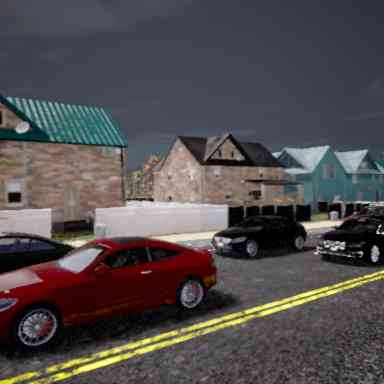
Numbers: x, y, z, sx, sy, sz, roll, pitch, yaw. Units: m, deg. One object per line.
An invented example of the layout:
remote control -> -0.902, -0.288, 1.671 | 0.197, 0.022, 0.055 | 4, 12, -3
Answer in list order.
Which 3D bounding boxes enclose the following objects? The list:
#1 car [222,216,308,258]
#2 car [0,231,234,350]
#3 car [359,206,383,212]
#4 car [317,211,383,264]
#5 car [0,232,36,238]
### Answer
car -> 2.948, 1.742, 13.908 | 4.674, 1.442, 1.812 | 0, -1, -36
car -> -1.567, 1.641, 6.564 | 4.674, 1.442, 1.812 | 1, -1, -37
car -> 10.860, 1.637, 19.729 | 4.553, 1.767, 2.097 | 0, -1, -36
car -> 6.730, 1.688, 12.641 | 4.892, 1.490, 1.837 | 1, -1, -36
car -> -4.818, 1.718, 8.200 | 4.181, 1.385, 1.994 | 1, -1, -36
